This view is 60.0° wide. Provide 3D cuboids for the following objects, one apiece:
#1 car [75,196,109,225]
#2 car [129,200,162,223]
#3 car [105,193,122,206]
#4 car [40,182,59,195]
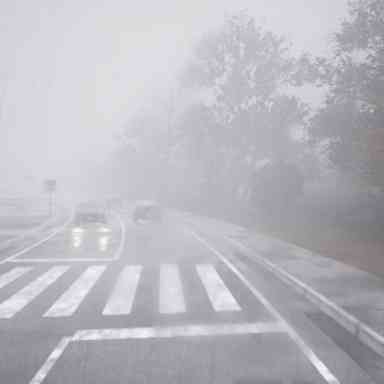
[{"bbox_3d":[-6.794,1.286,22.563,1.882,1.535,5.008,1,1,-15],"label":"car"},{"bbox_3d":[-3.467,1.300,24.315,1.882,1.535,5.008,1,1,-15],"label":"car"},{"bbox_3d":[-9.891,0.871,41.224,1.812,1.442,4.674,1,2,-25],"label":"car"},{"bbox_3d":[-25.320,-0.658,58.894,2.150,2.045,5.566,2,2,-37],"label":"car"}]
